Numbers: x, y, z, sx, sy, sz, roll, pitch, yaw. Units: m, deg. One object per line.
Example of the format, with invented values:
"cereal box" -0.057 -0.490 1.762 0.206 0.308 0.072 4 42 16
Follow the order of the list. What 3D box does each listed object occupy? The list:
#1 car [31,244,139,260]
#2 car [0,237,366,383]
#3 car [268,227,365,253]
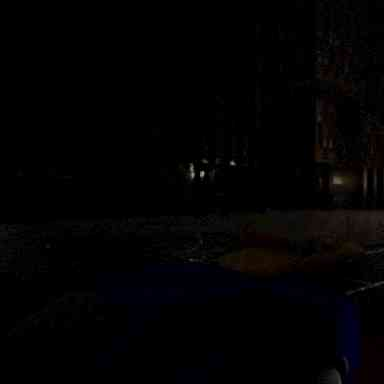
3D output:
"car" -1.896 1.583 5.295 4.313 1.339 1.947 1 0 -36
"car" -0.444 1.493 3.059 5.008 1.535 1.882 1 0 -36
"car" 2.585 1.606 8.496 4.829 1.417 1.752 1 0 -36
